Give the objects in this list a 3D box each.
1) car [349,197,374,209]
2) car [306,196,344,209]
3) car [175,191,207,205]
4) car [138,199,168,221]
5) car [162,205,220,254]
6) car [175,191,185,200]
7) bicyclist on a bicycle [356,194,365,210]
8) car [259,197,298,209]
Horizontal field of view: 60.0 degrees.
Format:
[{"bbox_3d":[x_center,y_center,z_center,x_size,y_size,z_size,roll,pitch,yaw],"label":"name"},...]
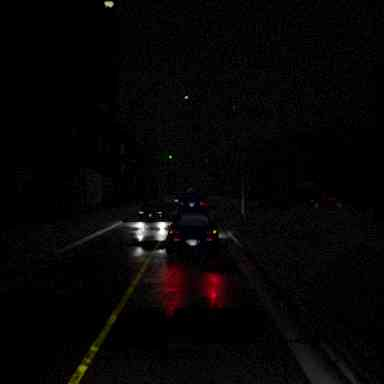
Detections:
[{"bbox_3d":[21.285,1.253,39.894,4.507,1.381,1.887,0,1,0],"label":"car"},{"bbox_3d":[15.820,1.154,39.898,4.097,1.590,1.967,0,1,0],"label":"car"},{"bbox_3d":[0.039,1.023,26.516,2.150,2.045,5.566,0,0,1],"label":"car"},{"bbox_3d":[-2.805,1.320,24.810,1.837,1.490,4.892,0,0,1],"label":"car"},{"bbox_3d":[0.041,1.424,12.848,1.812,1.442,4.674,0,0,0],"label":"car"},{"bbox_3d":[-2.773,0.840,79.265,2.150,2.045,5.566,0,0,0],"label":"car"},{"bbox_3d":[17.368,1.057,34.251,0.582,1.620,1.656,0,0,0],"label":"bicyclist on a bicycle"},{"bbox_3d":[10.357,1.264,39.901,4.507,1.381,1.887,0,1,0],"label":"car"}]
